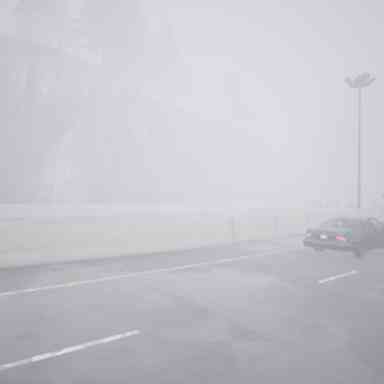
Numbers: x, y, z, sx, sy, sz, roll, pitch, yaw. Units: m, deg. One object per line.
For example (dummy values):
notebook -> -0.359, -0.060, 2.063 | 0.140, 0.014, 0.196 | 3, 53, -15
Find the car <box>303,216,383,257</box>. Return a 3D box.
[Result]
car -> 6.672, 1.692, 13.584 | 5.357, 1.411, 2.033 | 1, 0, -40

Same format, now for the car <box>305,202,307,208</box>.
car -> 22.093, 2.132, 61.139 | 2.033, 1.411, 5.357 | 0, 0, 36

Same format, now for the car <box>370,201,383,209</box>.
car -> 31.384, 2.108, 56.196 | 1.882, 1.535, 5.008 | 0, 0, 36
